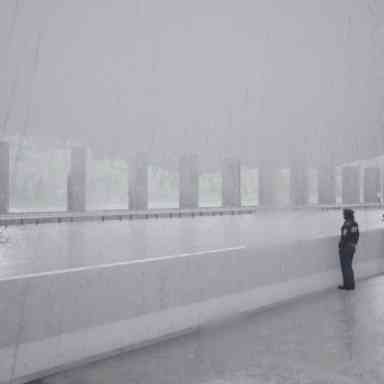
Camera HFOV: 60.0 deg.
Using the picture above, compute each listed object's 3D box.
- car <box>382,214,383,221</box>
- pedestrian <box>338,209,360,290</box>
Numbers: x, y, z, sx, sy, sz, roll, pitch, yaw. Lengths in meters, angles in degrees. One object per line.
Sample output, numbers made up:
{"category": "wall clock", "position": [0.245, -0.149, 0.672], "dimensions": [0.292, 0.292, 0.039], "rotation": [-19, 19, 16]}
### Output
{"category": "car", "position": [14.518, 1.601, 21.758], "dimensions": [4.718, 1.301, 1.895], "rotation": [0, 0, -32]}
{"category": "pedestrian", "position": [3.570, 1.294, 7.640], "dimensions": [0.375, 1.860, 0.375], "rotation": [0, 0, -33]}
